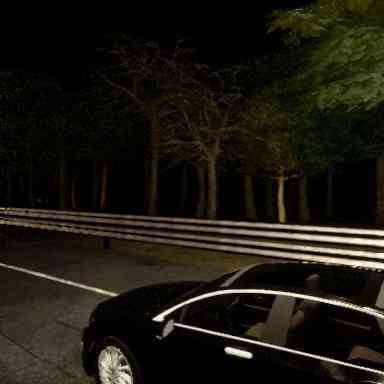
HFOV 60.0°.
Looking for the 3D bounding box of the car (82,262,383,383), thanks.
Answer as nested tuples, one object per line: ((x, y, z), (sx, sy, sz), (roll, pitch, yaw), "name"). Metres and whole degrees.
((0.914, 1.501, 3.340), (4.892, 1.490, 1.837), (0, 0, 35), "car")
